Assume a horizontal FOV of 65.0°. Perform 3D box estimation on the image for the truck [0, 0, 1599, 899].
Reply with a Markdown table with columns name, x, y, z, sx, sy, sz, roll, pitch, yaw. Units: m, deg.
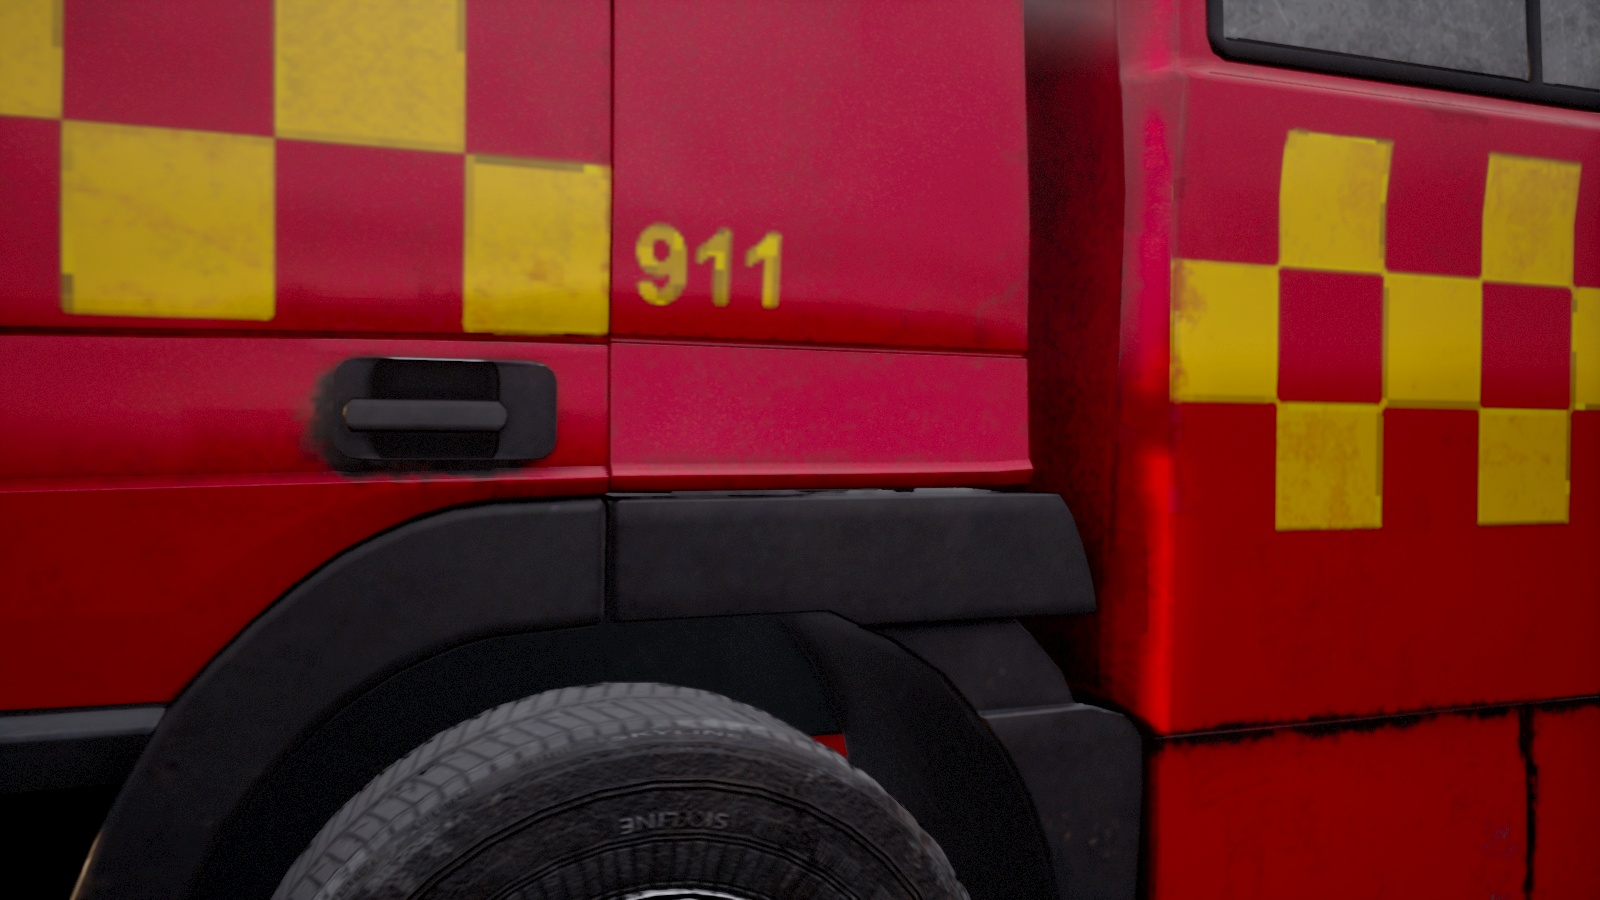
| name | x | y | z | sx | sy | sz | roll | pitch | yaw |
| --- | --- | --- | --- | --- | --- | --- | --- | --- | --- |
| truck | 1.484 | -0.444 | 3.788 | 8.468 | 3.827 | 2.891 | -1 | 1 | -21 |
